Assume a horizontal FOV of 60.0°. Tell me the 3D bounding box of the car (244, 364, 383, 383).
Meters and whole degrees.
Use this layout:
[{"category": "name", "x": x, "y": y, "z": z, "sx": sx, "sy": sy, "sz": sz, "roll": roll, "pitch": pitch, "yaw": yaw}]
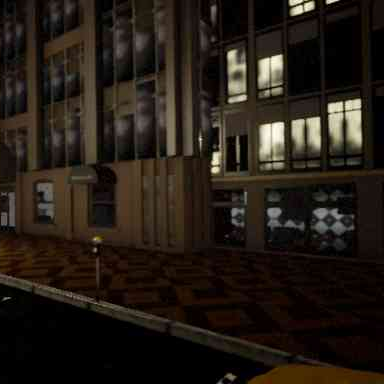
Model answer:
[{"category": "car", "x": 2.179, "y": 1.512, "z": 1.288, "sx": 4.829, "sy": 1.417, "sz": 1.752, "roll": -1, "pitch": -1, "yaw": 35}]
